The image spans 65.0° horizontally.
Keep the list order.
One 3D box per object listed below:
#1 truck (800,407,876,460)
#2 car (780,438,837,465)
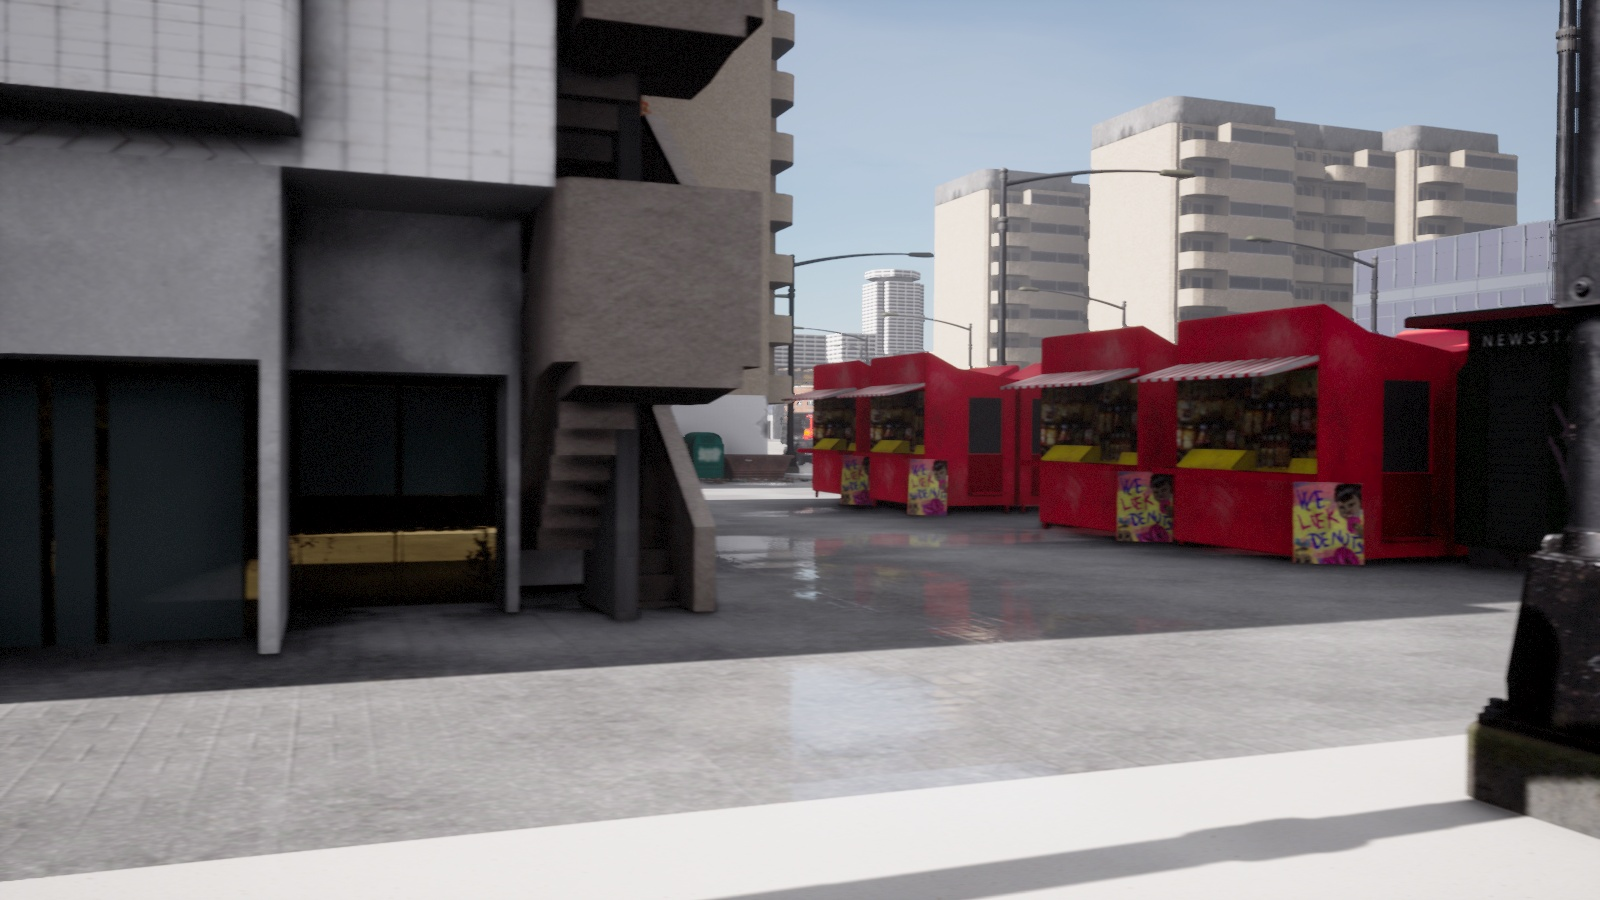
[{"bbox_3d":[2.821,-1.365,96.955,2.891,3.827,8.468,-1,2,-21],"label":"truck"},{"bbox_3d":[0.499,0.076,83.401,2.242,1.667,4.611,-1,1,-21],"label":"car"}]
